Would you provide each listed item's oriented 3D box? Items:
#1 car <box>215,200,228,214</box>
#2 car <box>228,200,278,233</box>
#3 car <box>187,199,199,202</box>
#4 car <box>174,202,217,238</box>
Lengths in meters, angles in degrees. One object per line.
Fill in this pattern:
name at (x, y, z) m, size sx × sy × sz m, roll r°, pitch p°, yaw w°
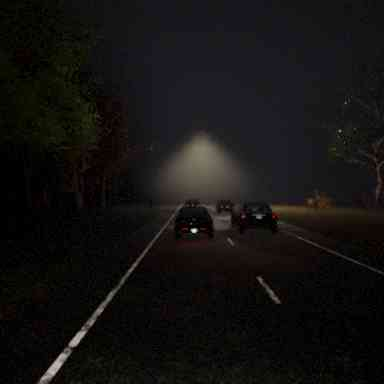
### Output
car at (3.565, 1.523, 35.617) m, size 2.033 × 1.411 × 5.357 m, roll 0°, pitch 0°, yaw 0°
car at (3.526, 1.339, 19.550) m, size 2.097 × 1.767 × 4.553 m, roll 0°, pitch 0°, yaw 0°
car at (0.091, 1.520, 37.903) m, size 2.033 × 1.411 × 5.357 m, roll 0°, pitch 0°, yaw 0°
car at (0.097, 1.494, 17.644) m, size 1.837 × 1.490 × 4.892 m, roll 0°, pitch 0°, yaw 0°
